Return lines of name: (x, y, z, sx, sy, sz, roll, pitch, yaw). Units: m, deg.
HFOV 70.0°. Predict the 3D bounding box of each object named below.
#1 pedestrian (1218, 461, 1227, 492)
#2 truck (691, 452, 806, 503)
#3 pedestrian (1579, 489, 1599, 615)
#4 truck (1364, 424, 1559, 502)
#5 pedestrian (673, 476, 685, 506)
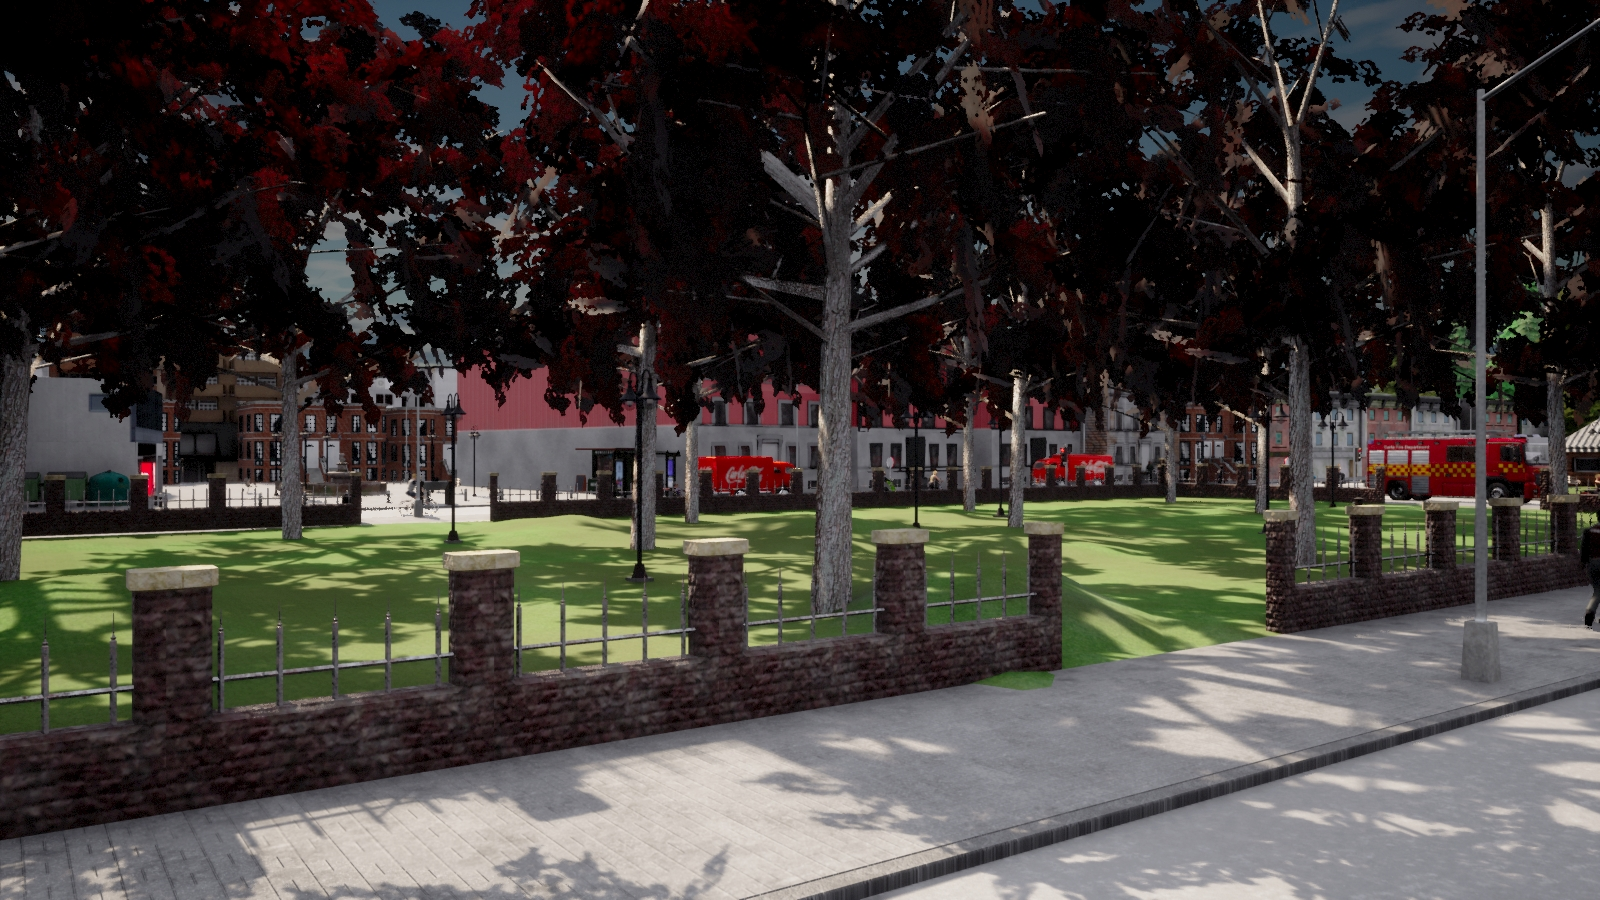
pedestrian: (25.736, 1.604, 69.653, 0.375, 1.860, 0.375, 0, 0, -23)
truck: (-2.582, 1.335, 57.891, 5.204, 2.467, 2.627, 0, 0, -35)
pedestrian: (11.979, 1.517, 17.124, 0.375, 1.860, 0.375, 0, 0, -31)
truck: (34.631, 0.645, 60.204, 2.891, 3.827, 8.468, 0, 0, -34)
pedestrian: (-5.310, 1.794, 50.103, 0.375, 1.300, 0.375, 0, 0, -35)
